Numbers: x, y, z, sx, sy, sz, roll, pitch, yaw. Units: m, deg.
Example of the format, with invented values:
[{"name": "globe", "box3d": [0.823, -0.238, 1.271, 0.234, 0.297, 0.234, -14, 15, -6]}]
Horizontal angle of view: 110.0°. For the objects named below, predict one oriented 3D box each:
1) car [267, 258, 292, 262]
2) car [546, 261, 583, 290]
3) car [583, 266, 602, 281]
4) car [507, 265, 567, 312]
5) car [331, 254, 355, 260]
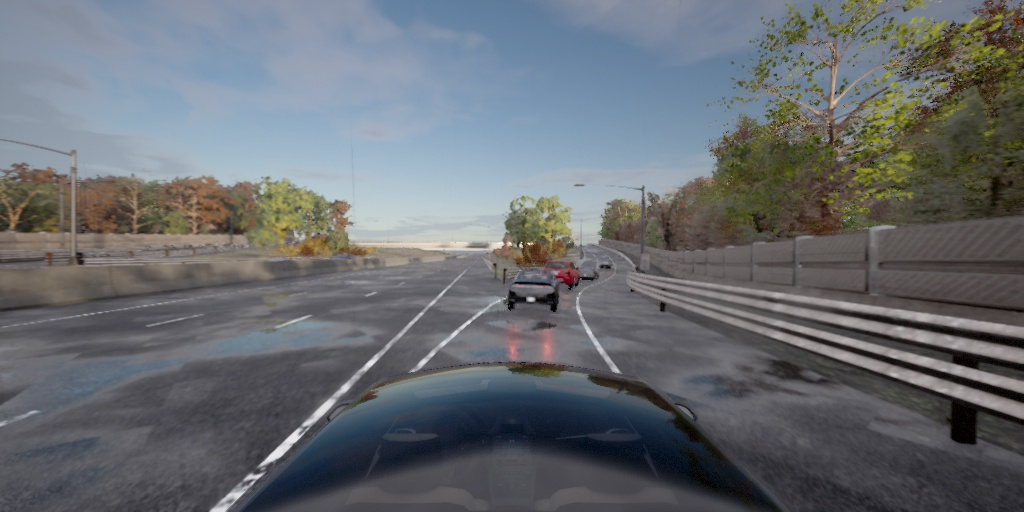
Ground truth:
[{"name": "car", "box3d": [-24.658, 0.995, 37.853, 1.882, 1.535, 5.008, 1, 0, -5]}, {"name": "car", "box3d": [3.774, 1.392, 27.140, 2.150, 2.045, 5.566, 0, -1, 17]}, {"name": "car", "box3d": [8.519, 2.060, 40.201, 1.994, 1.385, 4.181, 1, -1, 21]}, {"name": "car", "box3d": [1.031, 1.303, 14.725, 2.128, 1.511, 4.902, 2, 0, 9]}, {"name": "car", "box3d": [-26.104, 0.734, 55.433, 2.150, 2.045, 5.566, 1, 0, -4]}]
